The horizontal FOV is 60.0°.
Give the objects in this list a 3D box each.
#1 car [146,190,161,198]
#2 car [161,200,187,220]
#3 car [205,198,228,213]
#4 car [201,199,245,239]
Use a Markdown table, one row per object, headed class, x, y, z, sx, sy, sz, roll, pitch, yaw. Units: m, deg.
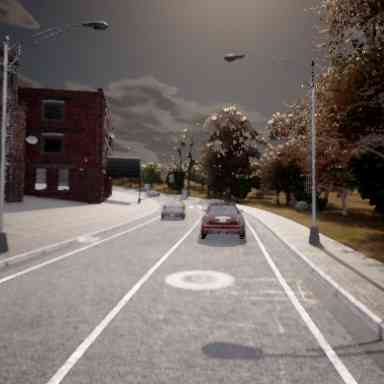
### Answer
| class | x | y | z | sx | sy | sz | roll | pitch | yaw |
| --- | --- | --- | --- | --- | --- | --- | --- | --- | --- |
| car | -8.014 | 0.383 | 68.579 | 2.033 | 1.411 | 5.357 | 1 | 2 | -23 |
| car | -1.371 | 1.408 | 27.013 | 1.812 | 1.442 | 4.674 | 0 | 1 | 3 |
| car | 2.513 | 1.417 | 35.168 | 1.895 | 1.301 | 4.718 | 0 | 1 | -1 |
| car | 1.621 | 1.316 | 17.434 | 2.097 | 1.767 | 4.553 | 0 | 0 | 6 |
